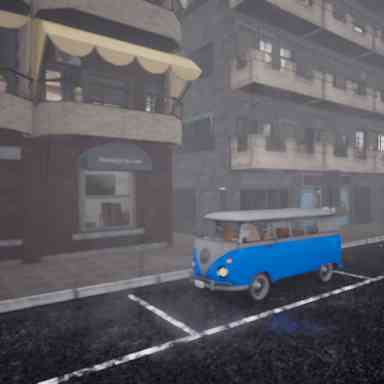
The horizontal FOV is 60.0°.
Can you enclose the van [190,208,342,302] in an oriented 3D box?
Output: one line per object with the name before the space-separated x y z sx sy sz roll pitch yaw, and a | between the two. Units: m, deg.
van | 1.856 1.311 7.894 3.998 1.788 1.690 0 0 -35
